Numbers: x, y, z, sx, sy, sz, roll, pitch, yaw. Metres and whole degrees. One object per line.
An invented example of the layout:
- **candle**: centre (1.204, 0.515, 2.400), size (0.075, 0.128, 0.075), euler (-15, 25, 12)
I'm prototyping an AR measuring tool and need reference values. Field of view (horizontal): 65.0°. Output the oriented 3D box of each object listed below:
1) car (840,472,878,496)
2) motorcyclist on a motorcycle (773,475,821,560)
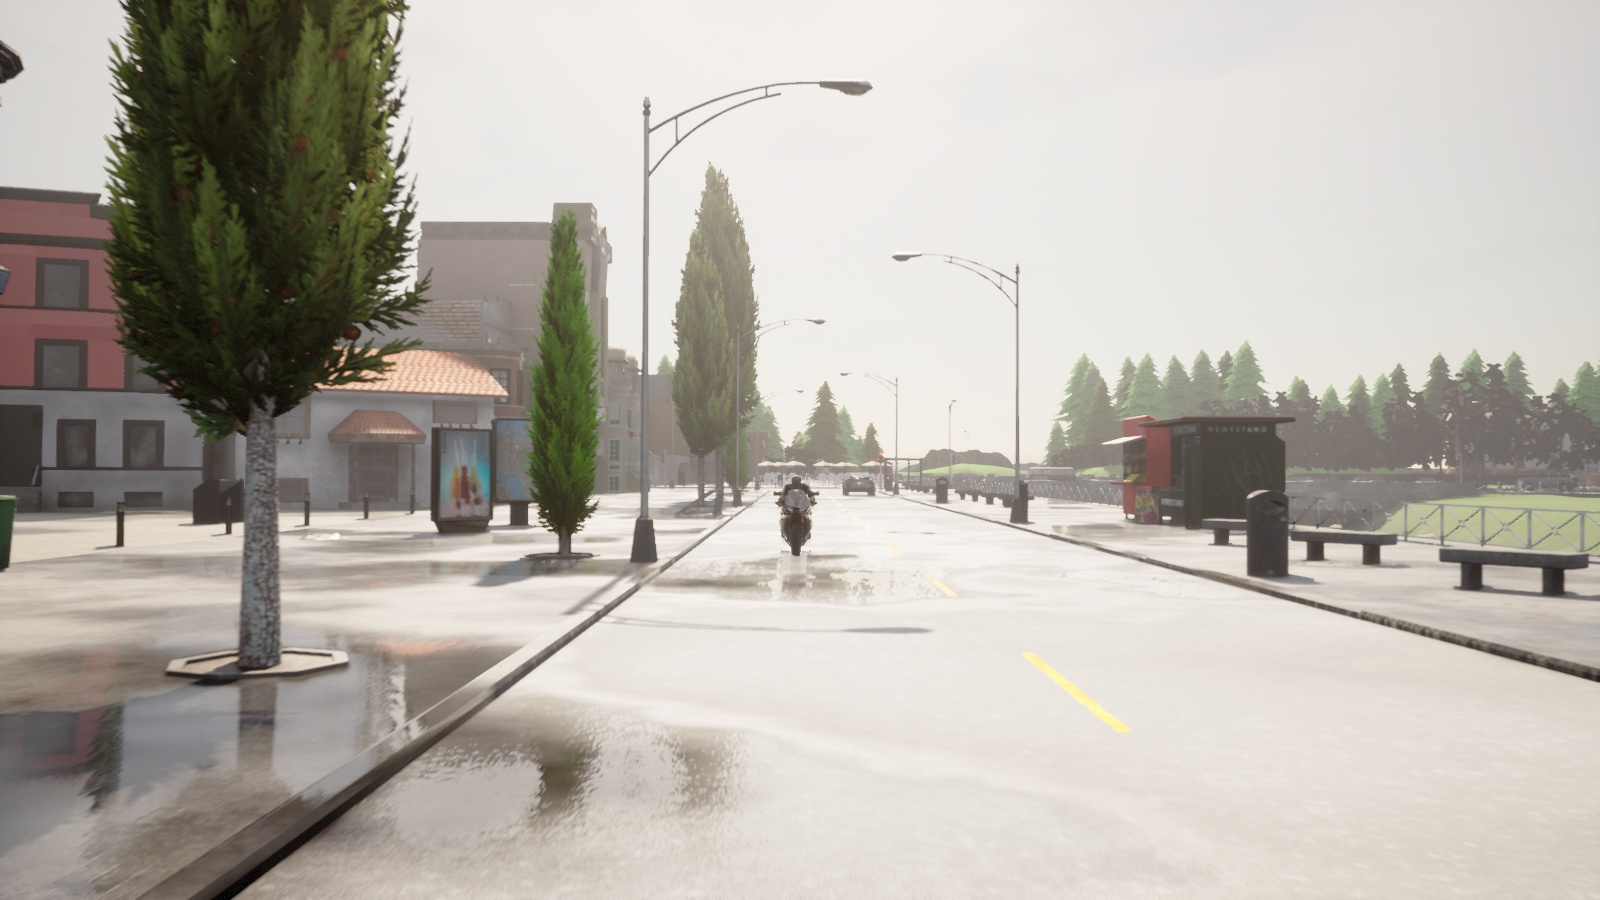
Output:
- **car**: centre (3.788, 2.160, 81.277), size (2.163, 1.488, 4.792), euler (0, -1, 0)
- **motorcyclist on a motorcycle**: centre (-0.062, 1.249, 23.858), size (0.866, 1.530, 2.191), euler (0, -1, 0)
